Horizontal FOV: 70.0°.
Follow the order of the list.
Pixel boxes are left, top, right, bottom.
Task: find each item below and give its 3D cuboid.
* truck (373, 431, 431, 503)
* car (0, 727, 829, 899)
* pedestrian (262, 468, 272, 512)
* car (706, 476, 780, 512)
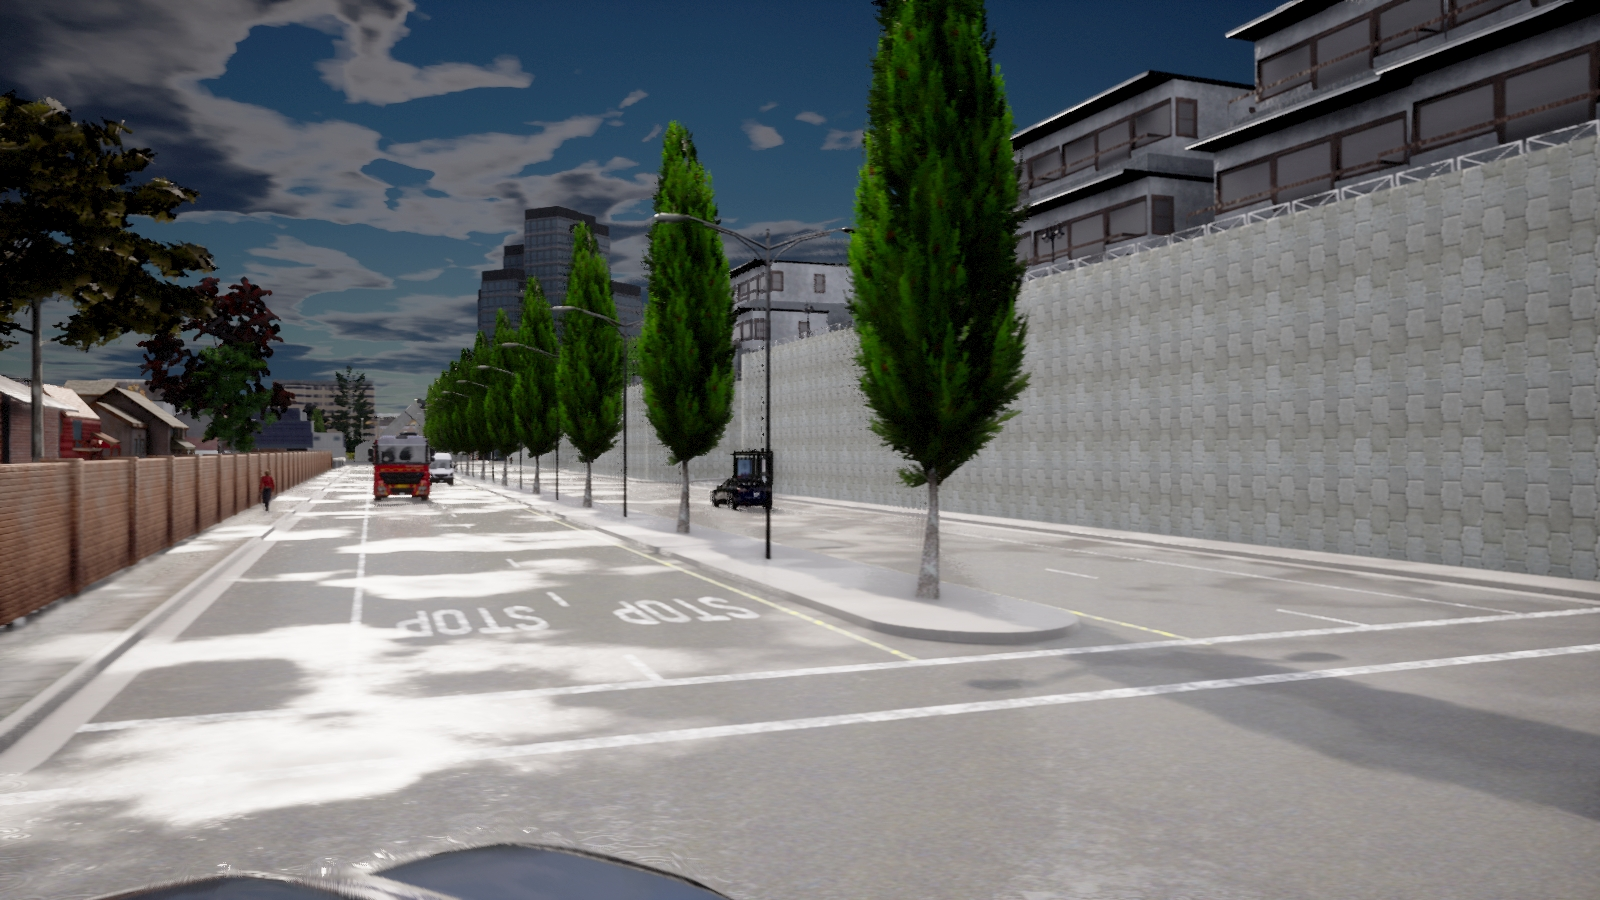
[{"bbox_3d":[-22.582,0.889,64.525,2.891,3.827,8.468,0,0,-21],"label":"truck"},{"bbox_3d":[-2.090,2.106,2.927,2.033,1.411,5.357,0,0,30],"label":"car"},{"bbox_3d":[-22.817,1.699,48.930,0.375,1.860,0.375,0,0,-21],"label":"pedestrian"},{"bbox_3d":[-2.778,2.052,54.447,2.163,1.488,4.792,0,0,-21],"label":"car"}]
